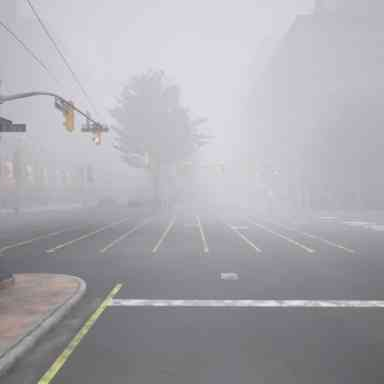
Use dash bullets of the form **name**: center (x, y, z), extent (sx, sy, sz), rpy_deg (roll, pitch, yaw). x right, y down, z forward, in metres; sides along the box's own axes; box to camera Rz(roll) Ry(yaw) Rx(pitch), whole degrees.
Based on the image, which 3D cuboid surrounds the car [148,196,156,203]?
- **car**: center (-8.021, 1.563, 65.133), extent (1.994, 1.385, 4.181), rpy_deg (0, 0, 1)

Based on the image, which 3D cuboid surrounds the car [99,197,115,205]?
- **car**: center (-14.733, 1.595, 57.808), extent (1.895, 1.301, 4.718), rpy_deg (0, 0, 0)

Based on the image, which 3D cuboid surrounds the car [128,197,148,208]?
- **car**: center (-8.084, 1.477, 48.541), extent (1.882, 1.535, 5.008), rpy_deg (0, 0, 0)

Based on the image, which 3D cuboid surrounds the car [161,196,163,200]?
- **car**: center (-7.978, 1.527, 79.732), extent (2.033, 1.411, 5.357), rpy_deg (0, 0, 0)
